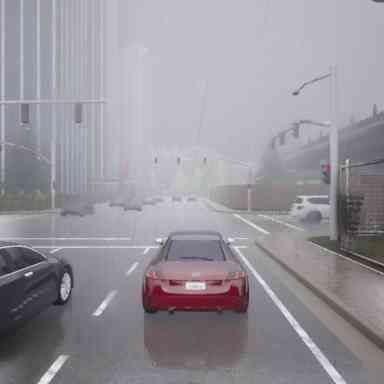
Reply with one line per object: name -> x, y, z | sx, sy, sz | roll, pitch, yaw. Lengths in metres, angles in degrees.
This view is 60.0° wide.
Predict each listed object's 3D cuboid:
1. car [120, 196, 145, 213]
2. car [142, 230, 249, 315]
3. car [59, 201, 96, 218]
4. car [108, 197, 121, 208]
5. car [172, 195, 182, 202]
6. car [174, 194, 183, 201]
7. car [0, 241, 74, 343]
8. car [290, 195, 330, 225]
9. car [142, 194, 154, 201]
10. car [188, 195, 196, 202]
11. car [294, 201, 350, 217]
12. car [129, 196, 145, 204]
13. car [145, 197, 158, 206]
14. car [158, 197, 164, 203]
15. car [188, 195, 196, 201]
car -> -6.769, 1.514, 38.346 | 1.837, 1.490, 4.892 | 0, 0, -5
car -> 0.073, 1.564, 7.654 | 1.994, 1.385, 4.181 | 0, 0, 0
car -> -10.598, 1.582, 31.299 | 2.033, 1.411, 5.357 | 0, 0, 0
car -> -10.592, 1.504, 47.642 | 1.837, 1.490, 4.892 | 0, 0, 0
car -> -3.492, 1.495, 74.245 | 1.837, 1.490, 4.892 | 0, 0, 0
car -> -3.491, 1.386, 84.669 | 2.128, 1.511, 4.902 | 0, 0, 0
car -> -3.441, 1.505, 5.198 | 1.837, 1.490, 4.892 | 0, 0, 0
car -> 10.105, 1.280, 24.450 | 5.566, 2.045, 2.150 | 0, 0, -1
car -> -10.491, 1.255, 79.265 | 2.128, 1.511, 4.902 | 0, 0, 0
car -> 0.016, 1.478, 74.791 | 1.882, 1.535, 5.008 | 0, 0, 0
car -> 12.370, 1.581, 31.754 | 4.674, 1.442, 1.812 | 0, 0, -3
car -> -10.527, 1.547, 64.209 | 2.033, 1.411, 5.357 | 0, 0, 1
car -> -7.073, 1.525, 54.032 | 1.812, 1.442, 4.674 | 0, 0, 0
car -> -6.993, 1.594, 69.343 | 1.895, 1.301, 4.718 | 0, 0, 0
car -> 0.009, 1.478, 85.198 | 1.882, 1.535, 5.008 | 0, 0, 0
